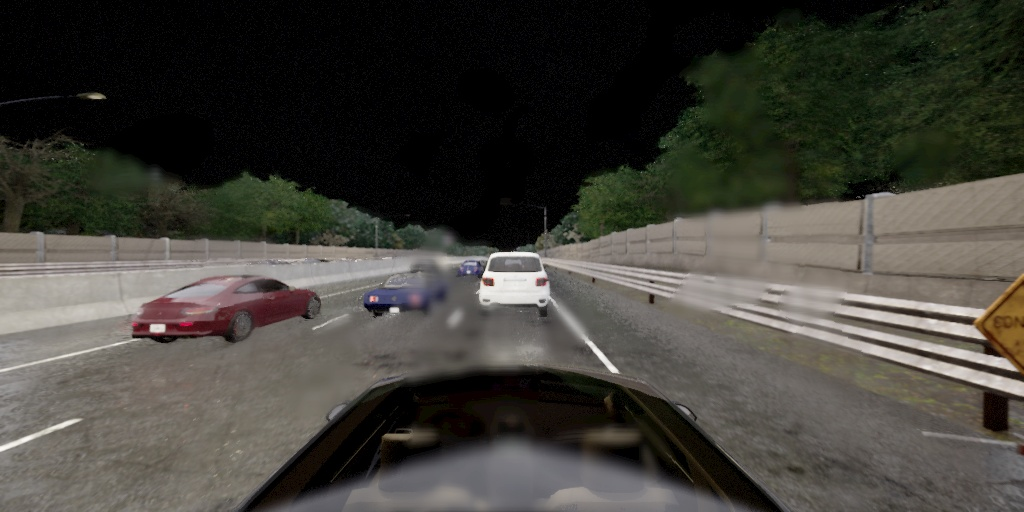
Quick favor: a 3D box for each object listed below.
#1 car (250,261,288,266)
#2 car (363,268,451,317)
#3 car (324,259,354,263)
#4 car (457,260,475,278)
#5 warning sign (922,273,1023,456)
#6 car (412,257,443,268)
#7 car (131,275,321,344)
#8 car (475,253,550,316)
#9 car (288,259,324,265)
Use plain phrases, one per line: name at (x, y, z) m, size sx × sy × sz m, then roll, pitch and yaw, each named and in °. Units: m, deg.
car at (-24.602, 1.130, 36.870) m, size 1.895 × 1.301 × 4.718 m, roll 0°, pitch 0°, yaw 0°
car at (-3.411, 1.276, 12.701) m, size 1.895 × 1.301 × 4.718 m, roll 0°, pitch 0°, yaw 0°
car at (-17.601, 1.088, 37.955) m, size 1.994 × 1.385 × 4.181 m, roll 0°, pitch 0°, yaw 0°
car at (-3.413, 1.087, 30.492) m, size 1.812 × 1.442 × 4.674 m, roll 0°, pitch 0°, yaw 0°
warning sign at (4.550, 0.856, 3.067) m, size 1.300 × 1.860 × 1.060 m, roll 0°, pitch 0°, yaw 0°
car at (-6.913, 1.072, 29.519) m, size 1.837 × 1.490 × 4.892 m, roll 0°, pitch 0°, yaw 0°
car at (-6.917, 1.224, 9.312) m, size 1.812 × 1.442 × 4.674 m, roll 0°, pitch 1°, yaw 0°
car at (0.092, 0.895, 13.053) m, size 2.150 × 2.045 × 5.566 m, roll 0°, pitch 0°, yaw 0°
car at (-21.099, 1.028, 38.071) m, size 1.837 × 1.490 × 4.892 m, roll 0°, pitch 0°, yaw 0°
